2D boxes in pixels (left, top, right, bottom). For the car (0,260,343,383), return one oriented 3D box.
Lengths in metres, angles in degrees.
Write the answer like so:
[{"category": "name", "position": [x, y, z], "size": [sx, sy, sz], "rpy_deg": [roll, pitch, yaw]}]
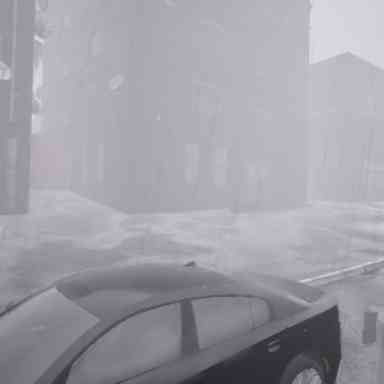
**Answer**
[{"category": "car", "position": [-0.683, 1.479, 2.961], "size": [5.008, 1.535, 1.882], "rpy_deg": [0, 0, -36]}]
